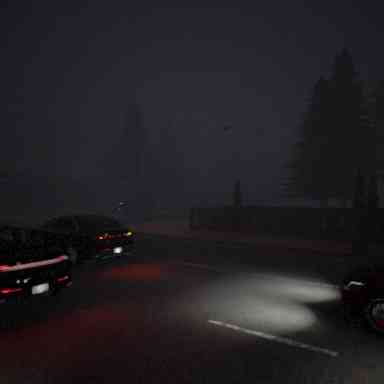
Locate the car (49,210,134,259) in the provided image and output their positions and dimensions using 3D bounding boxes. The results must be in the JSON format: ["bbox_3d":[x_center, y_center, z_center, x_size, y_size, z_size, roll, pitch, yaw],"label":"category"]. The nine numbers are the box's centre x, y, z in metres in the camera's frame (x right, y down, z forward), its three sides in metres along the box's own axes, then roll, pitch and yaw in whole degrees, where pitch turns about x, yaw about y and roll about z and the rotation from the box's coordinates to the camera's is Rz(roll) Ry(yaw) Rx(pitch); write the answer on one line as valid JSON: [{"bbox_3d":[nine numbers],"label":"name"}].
[{"bbox_3d":[-4.060,1.505,11.623,4.892,1.490,1.837,0,1,41],"label":"car"}]

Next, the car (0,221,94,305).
[{"bbox_3d":[-4.646,1.493,7.292,4.902,1.511,2.128,0,0,36],"label":"car"}]

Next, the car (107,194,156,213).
[{"bbox_3d":[-6.228,1.211,35.045,2.150,2.045,5.566,0,0,38],"label":"car"}]

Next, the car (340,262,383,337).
[{"bbox_3d":[4.731,1.523,4.914,4.674,1.442,1.812,0,0,36],"label":"car"}]
